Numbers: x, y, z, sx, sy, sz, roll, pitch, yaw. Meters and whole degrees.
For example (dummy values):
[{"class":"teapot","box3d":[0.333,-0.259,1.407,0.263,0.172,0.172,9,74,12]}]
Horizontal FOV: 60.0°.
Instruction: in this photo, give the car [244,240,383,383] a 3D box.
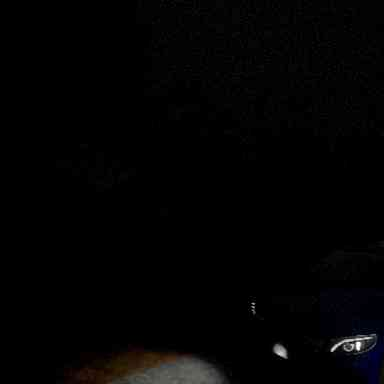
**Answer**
[{"class":"car","box3d":[2.899,1.540,5.137,4.674,1.442,1.812,0,0,-36]}]
